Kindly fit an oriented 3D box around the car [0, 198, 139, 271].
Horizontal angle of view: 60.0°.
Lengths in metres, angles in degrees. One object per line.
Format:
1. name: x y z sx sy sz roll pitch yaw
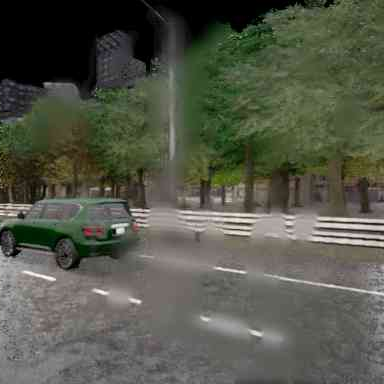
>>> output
1. car: -4.255 1.223 11.201 5.566 2.045 2.150 0 0 35
